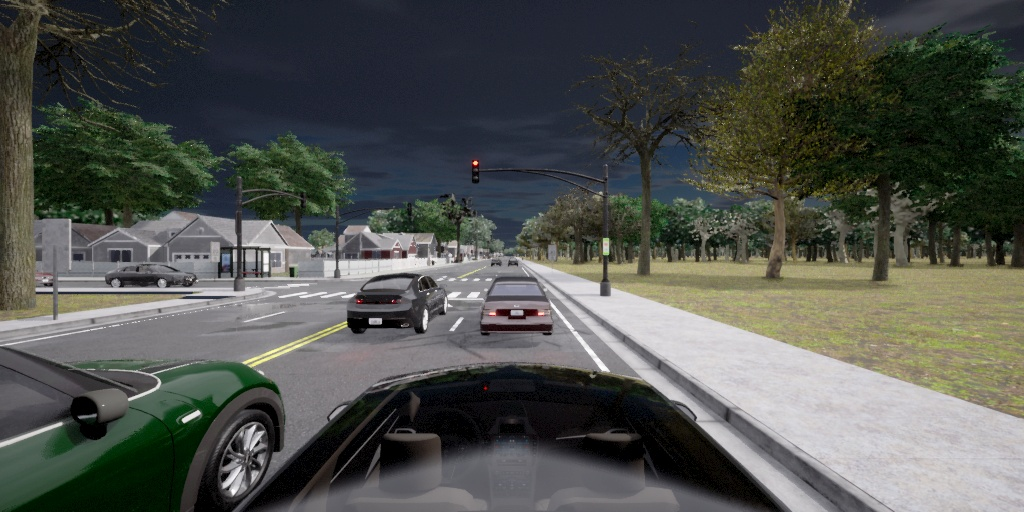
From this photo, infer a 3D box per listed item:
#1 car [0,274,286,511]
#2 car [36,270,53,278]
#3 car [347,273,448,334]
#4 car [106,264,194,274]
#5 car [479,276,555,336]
[{"bbox_3d":[-3.148,1.102,1.463,2.097,1.767,4.553,0,0,0],"label":"car"},{"bbox_3d":[-32.201,1.322,22.967,4.674,1.442,1.812,0,0,0],"label":"car"},{"bbox_3d":[-3.145,1.254,10.661,1.837,1.490,4.892,0,0,0],"label":"car"},{"bbox_3d":[-22.913,1.285,22.893,4.892,1.490,1.837,0,0,0],"label":"car"},{"bbox_3d":[0.112,1.297,10.410,2.033,1.411,5.357,0,0,0],"label":"car"}]
